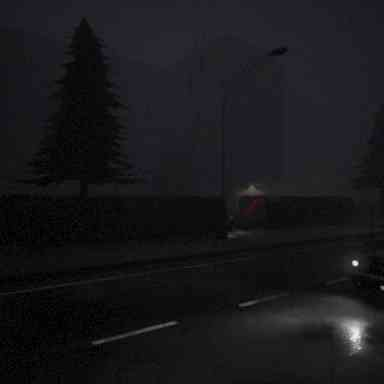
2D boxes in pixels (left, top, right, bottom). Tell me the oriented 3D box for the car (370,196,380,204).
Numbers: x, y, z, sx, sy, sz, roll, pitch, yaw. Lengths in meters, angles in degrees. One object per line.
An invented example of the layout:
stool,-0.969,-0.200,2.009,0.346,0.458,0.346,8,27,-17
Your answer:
car,46.016,2.279,80.147,1.970,1.475,3.806,1,0,-36

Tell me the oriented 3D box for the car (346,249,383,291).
car,5.813,1.699,8.067,4.718,1.301,1.895,1,0,-35
